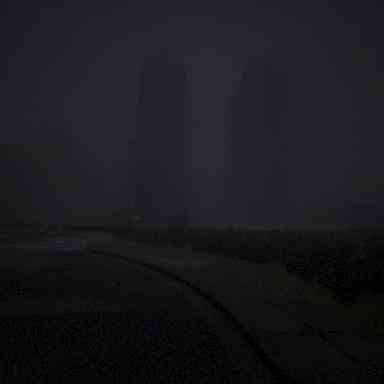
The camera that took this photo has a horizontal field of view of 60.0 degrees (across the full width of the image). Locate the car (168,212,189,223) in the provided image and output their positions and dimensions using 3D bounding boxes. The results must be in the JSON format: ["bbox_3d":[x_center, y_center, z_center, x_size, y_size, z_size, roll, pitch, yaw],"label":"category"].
[{"bbox_3d":[-1.356,2.841,33.725,2.242,1.667,4.611,2,-2,-3],"label":"car"}]
